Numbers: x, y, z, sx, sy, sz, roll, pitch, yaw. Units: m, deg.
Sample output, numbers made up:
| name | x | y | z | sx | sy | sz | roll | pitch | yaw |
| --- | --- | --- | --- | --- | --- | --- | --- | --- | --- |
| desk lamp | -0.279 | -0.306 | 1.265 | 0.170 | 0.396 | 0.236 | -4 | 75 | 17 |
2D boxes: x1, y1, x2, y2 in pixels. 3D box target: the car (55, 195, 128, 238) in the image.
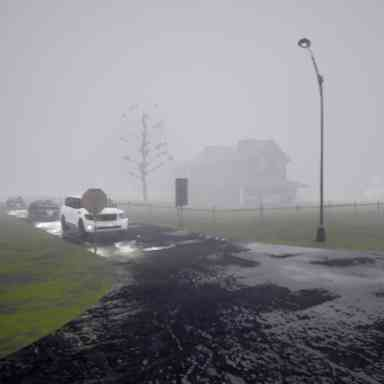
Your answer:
| name | x | y | z | sx | sy | sz | roll | pitch | yaw |
| --- | --- | --- | --- | --- | --- | --- | --- | --- | --- |
| car | -5.398 | 1.168 | 17.825 | 2.150 | 2.045 | 5.566 | 0 | 0 | -35 |

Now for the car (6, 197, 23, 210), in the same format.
| name | x | y | z | sx | sy | sz | roll | pitch | yaw |
| --- | --- | --- | --- | --- | --- | --- | --- | --- | --- |
| car | -21.876 | 1.365 | 41.369 | 2.128 | 1.511 | 4.902 | 0 | 0 | -35 |

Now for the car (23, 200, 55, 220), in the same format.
| name | x | y | z | sx | sy | sz | roll | pitch | yaw |
| --- | --- | --- | --- | --- | --- | --- | --- | --- | --- |
| car | -12.262 | 1.406 | 27.599 | 2.128 | 1.511 | 4.902 | 0 | 0 | -35 |
